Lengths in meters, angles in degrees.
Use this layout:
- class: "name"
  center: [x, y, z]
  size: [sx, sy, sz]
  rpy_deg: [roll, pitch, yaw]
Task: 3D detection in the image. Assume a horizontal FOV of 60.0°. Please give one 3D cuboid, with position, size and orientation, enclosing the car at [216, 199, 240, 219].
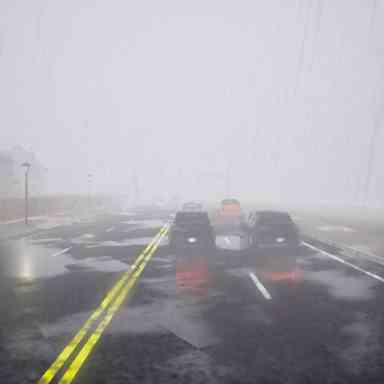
- class: "car"
  center: [3.250, 1.373, 29.621]
  size: [2.097, 1.767, 4.553]
  rpy_deg: [0, 0, 0]

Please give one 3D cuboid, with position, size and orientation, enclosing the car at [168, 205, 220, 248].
- class: "car"
  center: [0.000, 1.516, 14.650]
  size: [1.837, 1.490, 4.892]
  rpy_deg: [0, 0, 0]

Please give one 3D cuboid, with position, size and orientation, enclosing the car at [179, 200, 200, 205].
- class: "car"
  center: [0.000, 1.623, 29.681]
  size: [1.895, 1.301, 4.718]
  rpy_deg: [0, 0, 0]

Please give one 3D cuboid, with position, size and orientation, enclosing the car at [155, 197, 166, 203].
- class: "car"
  center: [-6.499, 1.661, 69.235]
  size: [1.994, 1.385, 4.181]
  rpy_deg: [0, 0, 0]

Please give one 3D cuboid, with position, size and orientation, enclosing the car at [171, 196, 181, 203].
- class: "car"
  center: [-3.250, 1.621, 69.235]
  size: [1.812, 1.442, 4.674]
  rpy_deg: [0, 0, 0]

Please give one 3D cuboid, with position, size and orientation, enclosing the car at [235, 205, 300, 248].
- class: "car"
  center: [3.250, 1.516, 14.650]
  size: [1.837, 1.490, 4.892]
  rpy_deg: [0, 0, 0]
